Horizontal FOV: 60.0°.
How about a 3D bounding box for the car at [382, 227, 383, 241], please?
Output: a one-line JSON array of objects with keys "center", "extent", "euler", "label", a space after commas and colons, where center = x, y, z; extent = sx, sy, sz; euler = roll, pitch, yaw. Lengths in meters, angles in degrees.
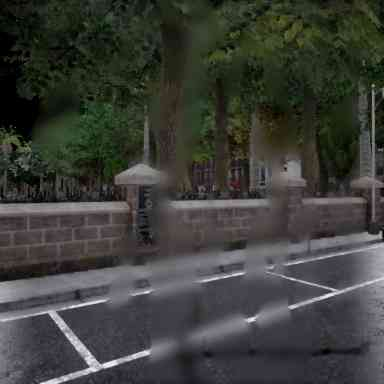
[{"center": [9.754, 1.310, 13.498], "extent": [5.009, 1.841, 2.192], "euler": [0, 0, -36], "label": "car"}]
